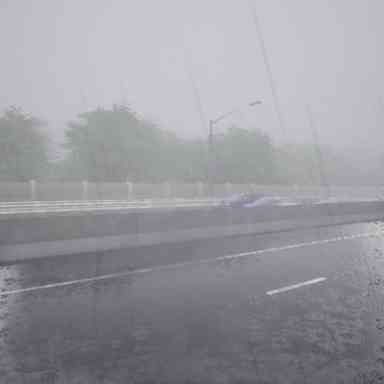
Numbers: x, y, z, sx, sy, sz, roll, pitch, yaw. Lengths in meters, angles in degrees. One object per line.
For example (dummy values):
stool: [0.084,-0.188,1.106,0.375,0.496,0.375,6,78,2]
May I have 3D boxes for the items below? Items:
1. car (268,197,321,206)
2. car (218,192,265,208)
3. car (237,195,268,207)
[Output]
car: [8.810,1.178,27.456,4.553,1.767,2.097,0,0,-35]
car: [5.247,1.048,33.509,5.566,2.045,2.150,0,0,-35]
car: [6.778,1.304,30.306,5.008,1.535,1.882,0,0,-35]
